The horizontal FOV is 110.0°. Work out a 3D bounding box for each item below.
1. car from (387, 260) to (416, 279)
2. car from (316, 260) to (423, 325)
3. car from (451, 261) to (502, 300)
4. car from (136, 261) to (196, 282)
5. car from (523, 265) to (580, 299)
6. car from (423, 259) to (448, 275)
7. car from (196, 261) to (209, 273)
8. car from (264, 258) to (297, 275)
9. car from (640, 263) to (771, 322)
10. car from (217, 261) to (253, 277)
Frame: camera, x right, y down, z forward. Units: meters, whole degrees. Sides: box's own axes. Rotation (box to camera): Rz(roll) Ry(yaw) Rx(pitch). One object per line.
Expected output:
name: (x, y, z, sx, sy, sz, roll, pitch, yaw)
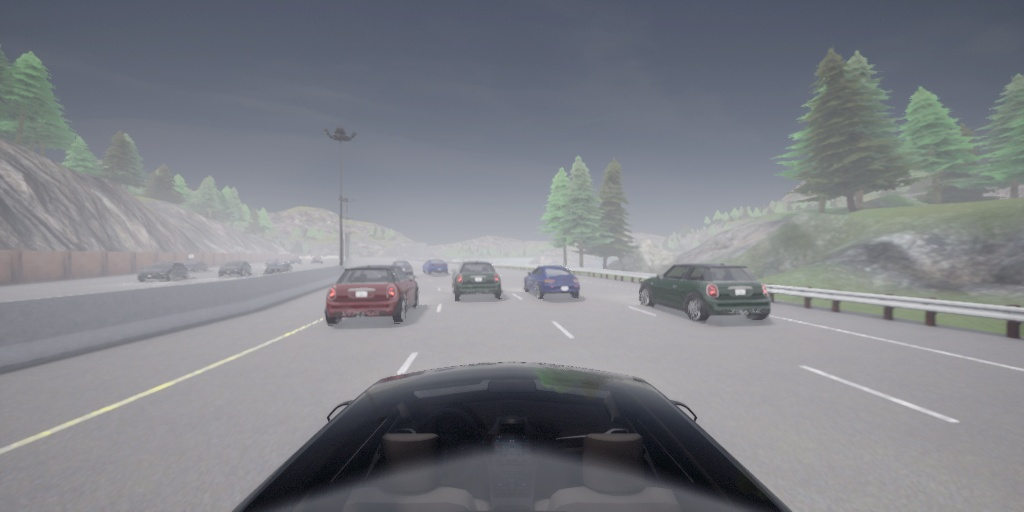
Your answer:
car: (-10.095, 1.159, 32.514, 2.033, 1.411, 5.357, 0, 0, -23)
car: (-4.418, 1.061, 11.984, 2.097, 1.767, 4.553, 0, 0, -7)
car: (-1.827, 1.015, 17.423, 2.097, 1.767, 4.553, 0, 0, -11)
car: (-27.592, 1.229, 28.555, 1.837, 1.490, 4.892, 0, 0, -24)
car: (1.804, 1.172, 17.199, 1.812, 1.442, 4.674, 0, 0, -10)
car: (-7.690, 1.057, 35.671, 1.882, 1.535, 5.008, 0, 0, -22)
car: (-37.296, 1.236, 41.844, 2.033, 1.411, 5.357, 0, 0, -24)
car: (-23.037, 1.220, 35.571, 1.994, 1.385, 4.181, 0, 0, -24)
car: (6.121, 1.008, 12.051, 2.097, 1.767, 4.553, 0, 0, -6)
car: (-26.191, 1.188, 34.050, 1.837, 1.490, 4.892, 0, 0, -24)
